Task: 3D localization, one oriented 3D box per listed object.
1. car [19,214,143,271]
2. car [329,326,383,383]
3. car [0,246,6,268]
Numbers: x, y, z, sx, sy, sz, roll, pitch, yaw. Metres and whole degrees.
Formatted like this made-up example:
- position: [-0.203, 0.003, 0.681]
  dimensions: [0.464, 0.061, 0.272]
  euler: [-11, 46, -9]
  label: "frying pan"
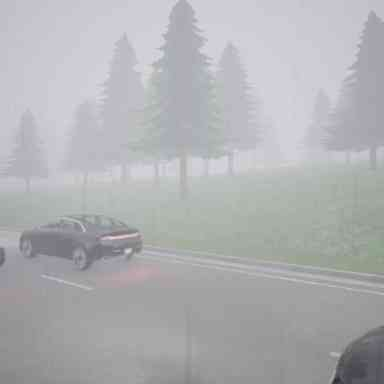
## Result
- position: [-3.798, 1.486, 10.971]
  dimensions: [4.902, 1.511, 2.128]
  euler: [0, 0, 36]
  label: "car"
- position: [3.302, 1.492, 1.636]
  dimensions: [4.902, 1.511, 2.128]
  euler: [0, 0, 36]
  label: "car"
- position: [-7.085, 1.595, 9.027]
  dimensions: [4.718, 1.301, 1.895]
  euler: [0, 0, 36]
  label: "car"
